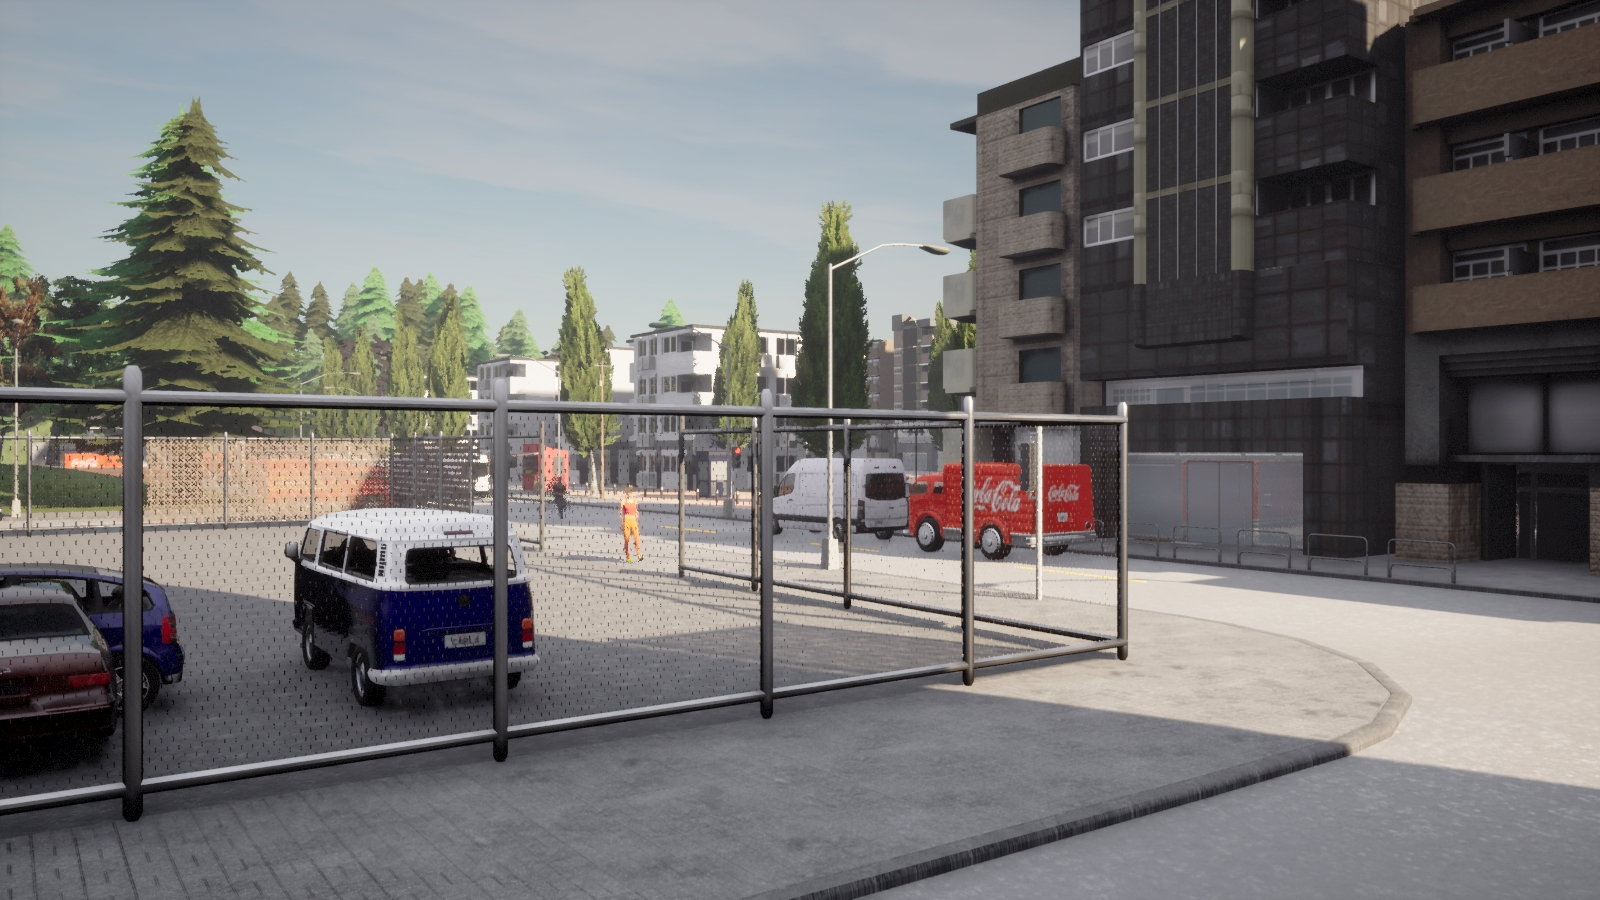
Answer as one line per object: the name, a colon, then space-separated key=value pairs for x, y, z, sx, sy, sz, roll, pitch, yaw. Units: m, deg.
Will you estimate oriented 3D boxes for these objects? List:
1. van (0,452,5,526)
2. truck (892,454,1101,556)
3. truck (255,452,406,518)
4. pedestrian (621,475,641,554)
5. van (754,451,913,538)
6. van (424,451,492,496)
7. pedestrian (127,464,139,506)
van: x=-30.387 y=1.312 z=38.450 sx=5.915 sy=2.561 sz=1.988 roll=1 pitch=0 yaw=-35
truck: x=5.157 y=1.349 z=30.740 sx=2.627 sy=2.467 sz=5.204 roll=0 pitch=0 yaw=-35
truck: x=-19.035 y=1.356 z=46.375 sx=5.204 sy=2.467 sz=2.627 roll=-1 pitch=0 yaw=-35
pedestrian: x=-4.014 y=1.524 z=27.143 sx=0.375 sy=1.860 sz=0.375 roll=0 pitch=0 yaw=-30
van: x=0.943 y=1.314 z=36.724 sx=1.988 sy=2.561 sz=5.915 roll=0 pitch=0 yaw=-35
van: x=-20.077 y=1.314 z=66.849 sx=1.988 sy=2.561 sz=5.915 roll=0 pitch=0 yaw=-36
pedestrian: x=-29.227 y=1.527 z=50.059 sx=0.375 sy=1.860 sz=0.375 roll=0 pitch=0 yaw=-40
